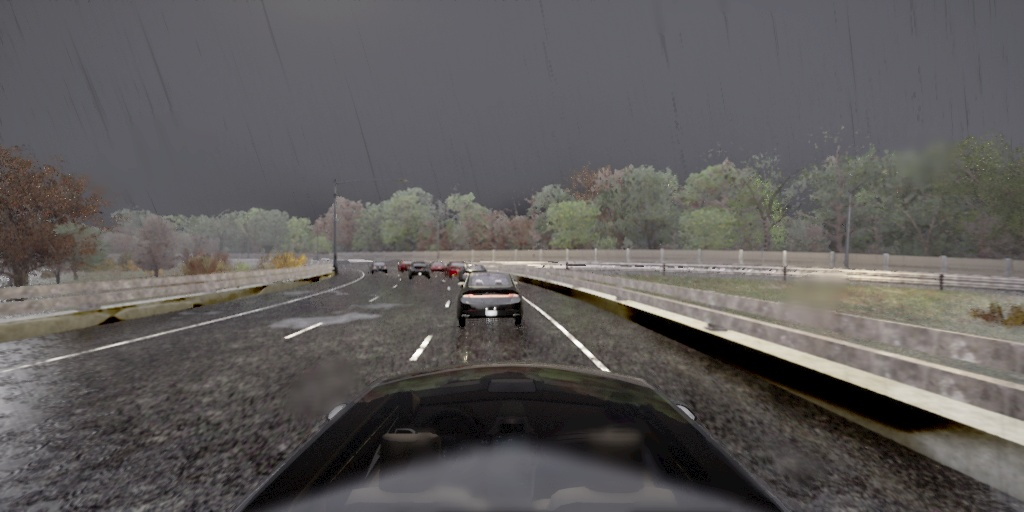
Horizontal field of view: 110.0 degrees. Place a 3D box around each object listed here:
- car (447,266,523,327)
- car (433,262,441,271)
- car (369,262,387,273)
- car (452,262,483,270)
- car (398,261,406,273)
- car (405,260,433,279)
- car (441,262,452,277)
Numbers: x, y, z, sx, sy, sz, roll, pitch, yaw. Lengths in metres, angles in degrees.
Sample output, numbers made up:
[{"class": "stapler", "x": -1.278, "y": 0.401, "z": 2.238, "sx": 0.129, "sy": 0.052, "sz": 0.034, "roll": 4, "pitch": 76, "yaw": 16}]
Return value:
[{"class": "car", "x": -0.760, "y": 1.262, "z": 11.680, "sx": 2.128, "sy": 1.511, "sz": 4.902, "roll": 0, "pitch": 0, "yaw": -5}, {"class": "car", "x": -9.833, "y": 1.410, "z": 46.399, "sx": 1.994, "sy": 1.385, "sz": 4.181, "roll": 0, "pitch": 0, "yaw": -23}, {"class": "car", "x": -16.645, "y": 1.400, "z": 44.616, "sx": 2.033, "sy": 1.411, "sz": 5.357, "roll": 0, "pitch": 0, "yaw": -25}, {"class": "car", "x": -2.610, "y": 1.288, "z": 23.641, "sx": 2.128, "sy": 1.511, "sz": 4.902, "roll": 0, "pitch": 0, "yaw": -12}, {"class": "car", "x": -13.613, "y": 1.330, "z": 46.296, "sx": 1.882, "sy": 1.535, "sz": 5.008, "roll": 0, "pitch": 0, "yaw": -24}, {"class": "car", "x": -8.914, "y": 1.330, "z": 34.211, "sx": 1.837, "sy": 1.490, "sz": 4.892, "roll": 0, "pitch": 0, "yaw": -17}, {"class": "car", "x": -5.412, "y": 1.298, "z": 34.715, "sx": 1.882, "sy": 1.535, "sz": 5.008, "roll": 0, "pitch": 0, "yaw": -17}]
